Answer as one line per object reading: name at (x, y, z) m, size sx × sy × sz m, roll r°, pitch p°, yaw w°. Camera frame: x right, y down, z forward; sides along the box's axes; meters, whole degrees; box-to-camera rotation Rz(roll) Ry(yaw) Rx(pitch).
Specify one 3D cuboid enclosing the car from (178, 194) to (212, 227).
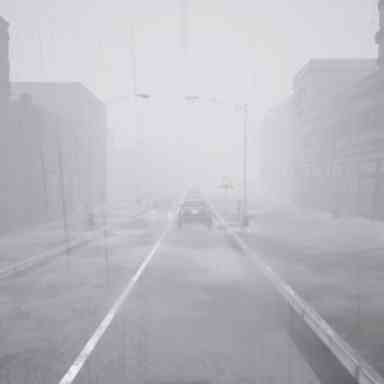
car at (0.175, 1.239, 22.280) m, size 2.097 × 1.767 × 4.553 m, roll 0°, pitch 1°, yaw 0°

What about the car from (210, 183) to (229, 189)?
car at (6.685, -1.376, 75.684) m, size 5.357 × 1.411 × 2.033 m, roll -2°, pitch 2°, yaw -37°

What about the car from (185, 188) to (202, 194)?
car at (0.253, 0.317, 41.754) m, size 2.097 × 1.767 × 4.553 m, roll 1°, pitch 4°, yaw 0°

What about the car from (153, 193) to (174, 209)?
car at (-2.978, 0.881, 34.909) m, size 1.882 × 1.535 × 5.008 m, roll 0°, pitch 3°, yaw 0°
